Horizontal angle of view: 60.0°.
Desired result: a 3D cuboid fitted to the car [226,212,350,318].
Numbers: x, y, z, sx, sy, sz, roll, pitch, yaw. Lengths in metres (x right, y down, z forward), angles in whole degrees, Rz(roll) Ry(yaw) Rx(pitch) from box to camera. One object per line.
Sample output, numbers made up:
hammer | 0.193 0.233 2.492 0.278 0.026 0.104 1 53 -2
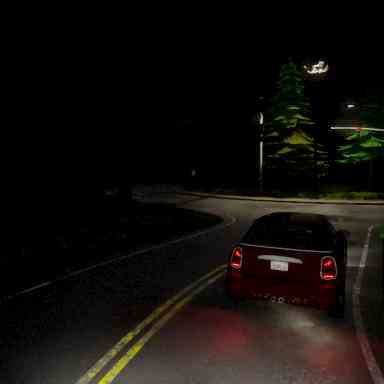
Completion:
car | 2.411 1.238 7.659 2.097 1.767 4.553 2 2 25
